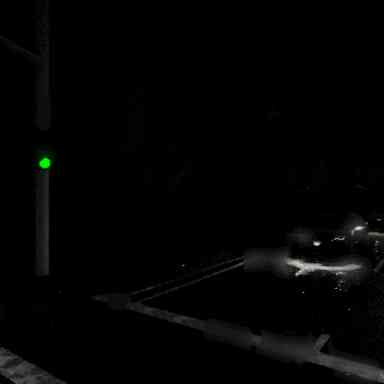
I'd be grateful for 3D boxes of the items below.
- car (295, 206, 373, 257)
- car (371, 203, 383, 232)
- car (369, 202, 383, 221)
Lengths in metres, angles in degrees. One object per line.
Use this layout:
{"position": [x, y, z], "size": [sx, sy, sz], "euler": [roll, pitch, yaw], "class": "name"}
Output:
{"position": [5.649, 1.502, 13.209], "size": [1.837, 1.490, 4.892], "euler": [0, 0, 36], "class": "car"}
{"position": [10.889, 1.562, 20.373], "size": [1.994, 1.385, 4.181], "euler": [0, 0, 36], "class": "car"}
{"position": [15.847, 1.562, 27.152], "size": [1.994, 1.385, 4.181], "euler": [0, 0, 35], "class": "car"}
